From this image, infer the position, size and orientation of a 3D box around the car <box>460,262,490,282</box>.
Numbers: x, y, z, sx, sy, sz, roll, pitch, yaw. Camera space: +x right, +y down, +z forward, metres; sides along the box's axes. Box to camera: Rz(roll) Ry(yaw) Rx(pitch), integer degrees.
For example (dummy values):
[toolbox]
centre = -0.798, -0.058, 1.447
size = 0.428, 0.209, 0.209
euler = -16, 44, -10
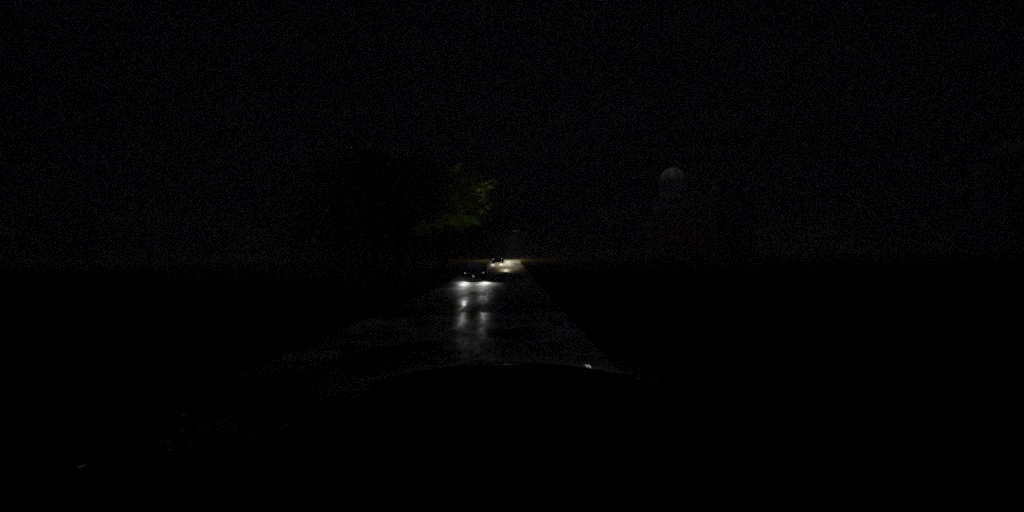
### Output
[car]
centre = -2.851, 1.210, 28.792
size = 1.812, 1.442, 4.674
euler = 0, 0, 0
